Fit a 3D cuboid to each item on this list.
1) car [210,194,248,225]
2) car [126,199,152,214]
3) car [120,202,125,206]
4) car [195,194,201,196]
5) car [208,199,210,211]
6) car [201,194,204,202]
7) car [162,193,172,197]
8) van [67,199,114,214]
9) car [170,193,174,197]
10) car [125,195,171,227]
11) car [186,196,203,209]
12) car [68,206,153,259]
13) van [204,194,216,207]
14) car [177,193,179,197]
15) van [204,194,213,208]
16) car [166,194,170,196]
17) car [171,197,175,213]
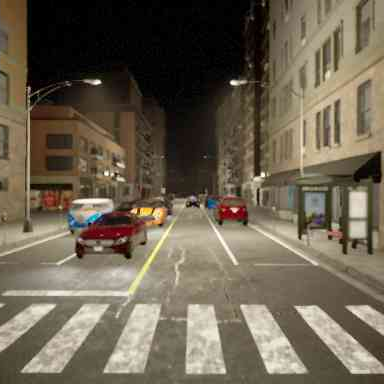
[{"bbox_3d":[2.720,1.286,23.547,2.192,1.841,5.009,0,0,0],"label":"car"},{"bbox_3d":[-5.385,1.456,34.362,1.887,1.381,4.507,0,0,0],"label":"car"},{"bbox_3d":[-5.389,1.489,28.956,1.947,1.339,4.313,0,0,0],"label":"car"},{"bbox_3d":[0.027,1.443,53.761,2.033,1.411,5.357,0,0,0],"label":"car"},{"bbox_3d":[2.716,1.511,28.954,2.008,1.369,4.403,0,0,0],"label":"car"},{"bbox_3d":[2.708,1.241,45.173,2.192,1.841,5.009,0,0,0],"label":"car"},{"bbox_3d":[-5.367,1.420,61.393,1.947,1.339,4.313,0,0,0],"label":"car"},{"bbox_3d":[-5.395,1.286,18.143,1.690,1.788,3.998,0,0,0],"label":"van"},{"bbox_3d":[-5.363,1.158,66.799,2.192,1.841,5.009,0,0,0],"label":"car"},{"bbox_3d":[-2.835,1.300,22.415,2.097,1.767,4.553,0,0,0],"label":"car"},{"bbox_3d":[0.126,1.518,43.871,1.895,1.301,4.718,0,0,0],"label":"car"},{"bbox_3d":[-2.838,1.494,12.636,1.812,1.442,4.674,0,0,2],"label":"car"},{"bbox_3d":[2.706,1.256,50.579,1.690,1.788,3.998,0,0,0],"label":"van"},{"bbox_3d":[-5.349,1.348,88.424,2.008,1.369,4.403,0,0,0],"label":"car"},{"bbox_3d":[2.711,1.279,39.766,1.690,1.788,3.998,0,0,0],"label":"van"},{"bbox_3d":[-5.371,1.416,55.987,2.008,1.369,4.403,0,0,0],"label":"car"},{"bbox_3d":[-2.822,1.474,32.760,2.033,1.411,5.357,0,0,0],"label":"car"}]
